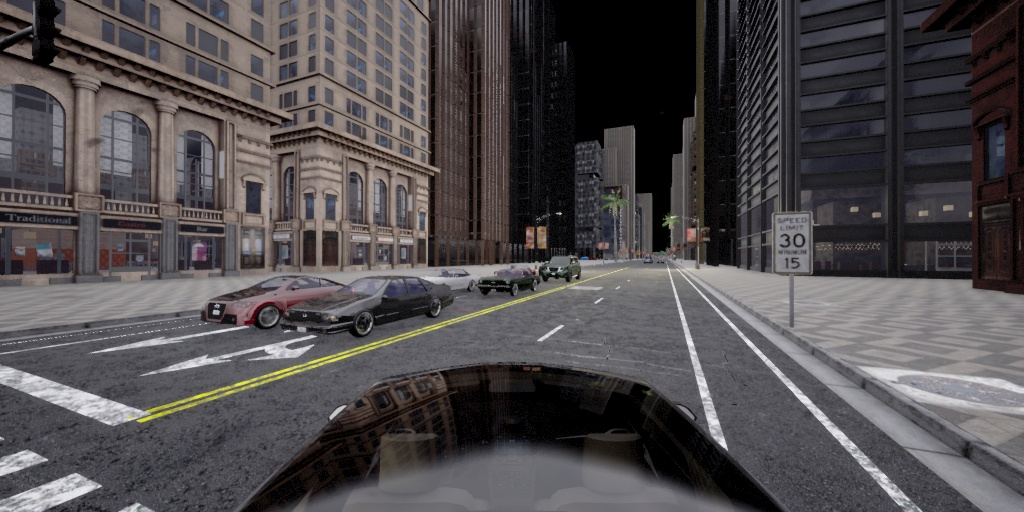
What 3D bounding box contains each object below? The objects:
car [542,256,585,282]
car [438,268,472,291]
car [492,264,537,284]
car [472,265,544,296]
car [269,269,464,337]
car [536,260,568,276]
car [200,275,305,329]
[{"bbox_3d":[4.158,0.987,29.357,2.150,2.045,5.566,0,0,23],"label":"car"},{"bbox_3d":[-3.626,1.357,19.398,1.895,1.301,4.718,0,0,23],"label":"car"},{"bbox_3d":[0.282,1.364,28.561,1.895,1.301,4.718,0,0,23],"label":"car"},{"bbox_3d":[-0.040,1.358,19.519,1.895,1.301,4.718,0,0,23],"label":"car"},{"bbox_3d":[-3.800,1.299,10.698,2.033,1.411,5.357,0,0,23],"label":"car"},{"bbox_3d":[4.319,1.251,37.935,1.882,1.535,5.008,0,0,24],"label":"car"},{"bbox_3d":[-7.057,1.316,11.337,1.994,1.385,4.181,0,0,23],"label":"car"}]
